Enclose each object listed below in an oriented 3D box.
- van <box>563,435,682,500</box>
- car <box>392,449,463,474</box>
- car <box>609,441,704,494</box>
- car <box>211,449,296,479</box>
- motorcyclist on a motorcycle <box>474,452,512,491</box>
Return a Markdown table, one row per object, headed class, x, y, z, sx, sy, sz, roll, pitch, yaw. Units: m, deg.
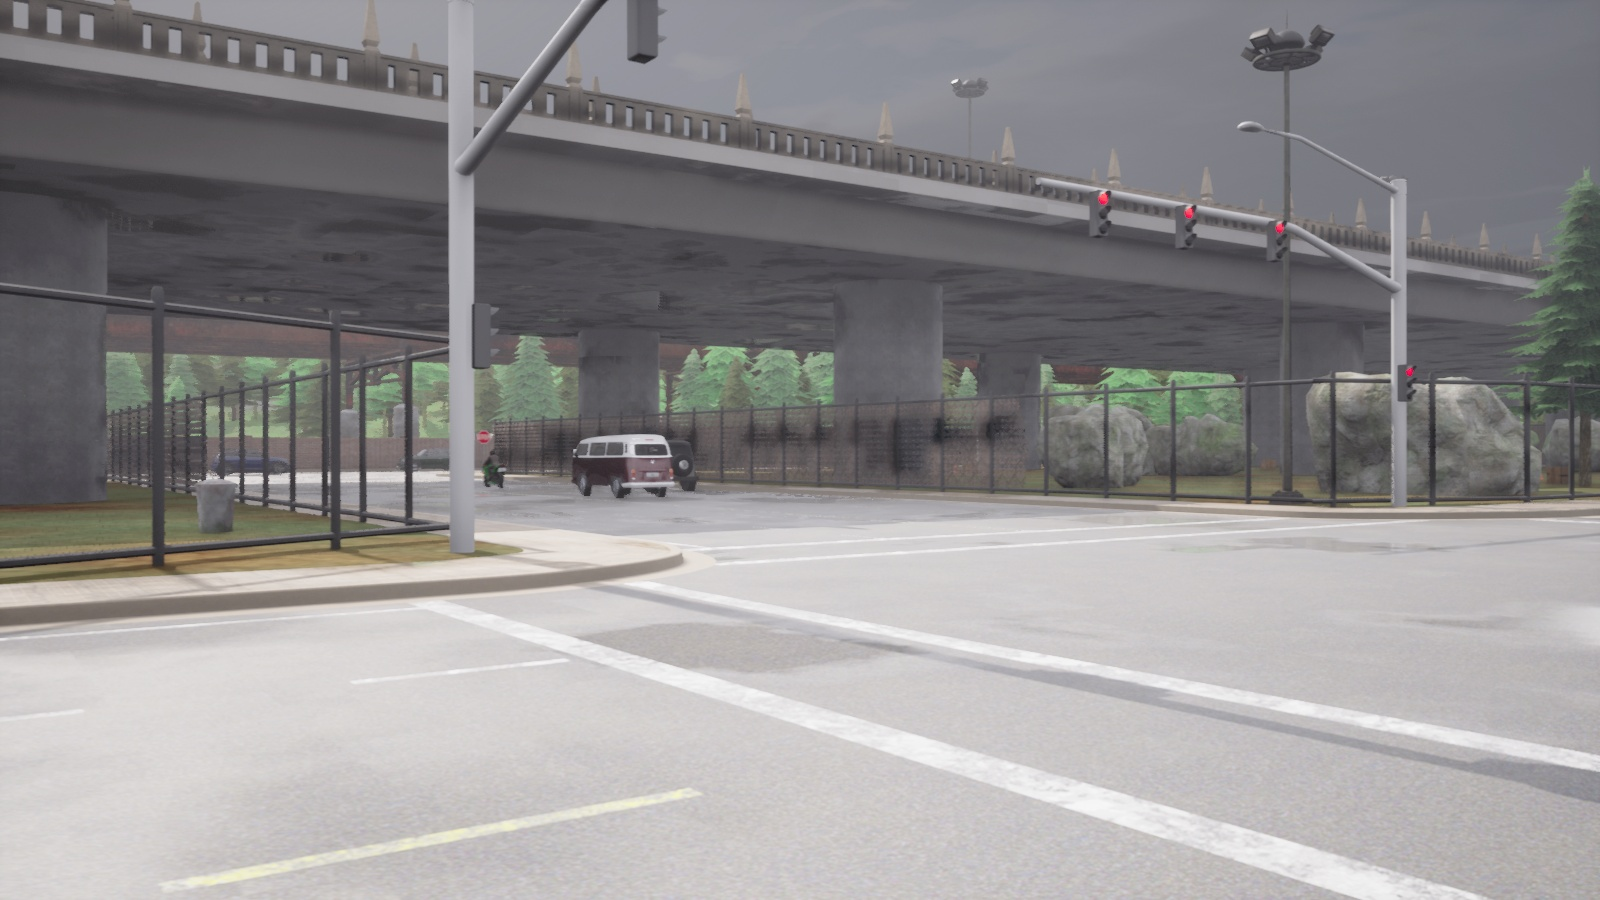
| class | x | y | z | sx | sy | sz | roll | pitch | yaw |
| --- | --- | --- | --- | --- | --- | --- | --- | --- | --- |
| van | -5.902 | 0.544 | 41.362 | 2.069 | 2.038 | 4.480 | 0 | 0 | -35 |
| car | -27.128 | 0.790 | 91.557 | 4.553 | 1.767 | 2.097 | 0 | 0 | -34 |
| car | -5.368 | 0.611 | 46.707 | 1.905 | 1.878 | 3.866 | 0 | 0 | -35 |
| car | -34.136 | 0.839 | 78.430 | 4.553 | 1.767 | 2.097 | 0 | 0 | -34 |
| motorcyclist on a motorcycle | -12.376 | 0.839 | 50.621 | 0.797 | 1.523 | 2.044 | 0 | 0 | -35 |
